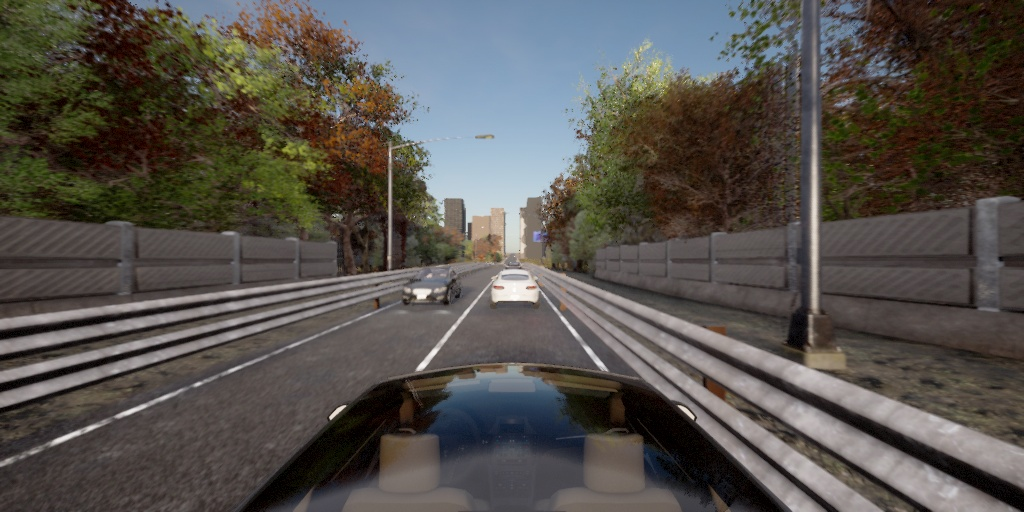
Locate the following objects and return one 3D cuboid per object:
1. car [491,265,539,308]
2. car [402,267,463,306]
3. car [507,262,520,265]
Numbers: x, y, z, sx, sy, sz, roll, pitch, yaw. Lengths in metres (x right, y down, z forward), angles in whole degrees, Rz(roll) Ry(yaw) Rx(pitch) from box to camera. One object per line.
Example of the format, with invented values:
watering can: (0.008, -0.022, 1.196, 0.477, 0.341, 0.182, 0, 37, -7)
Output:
car: (0.112, 1.283, 15.077, 1.812, 1.442, 4.674, 0, 0, 0)
car: (-3.334, 1.244, 15.704, 2.128, 1.511, 4.902, 0, 0, 0)
car: (0.142, 1.391, 40.868, 2.128, 1.511, 4.902, 0, -1, 0)
